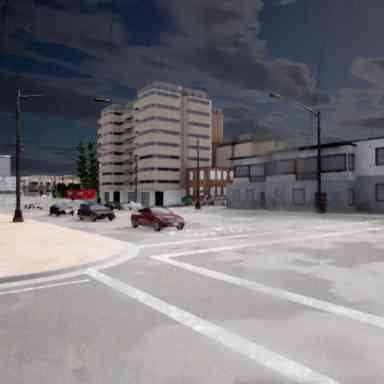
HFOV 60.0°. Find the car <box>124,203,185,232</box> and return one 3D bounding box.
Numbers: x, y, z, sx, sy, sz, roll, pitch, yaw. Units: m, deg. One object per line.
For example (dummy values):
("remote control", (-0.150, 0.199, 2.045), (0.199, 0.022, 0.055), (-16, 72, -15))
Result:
("car", (-2.338, 1.634, 21.298), (1.812, 1.442, 4.674), (0, -1, -37))

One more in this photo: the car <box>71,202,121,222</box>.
("car", (-8.665, 1.829, 29.714), (2.033, 1.411, 5.357), (0, -1, -37))

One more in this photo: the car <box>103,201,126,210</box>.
("car", (-12.881, 2.242, 53.052), (1.837, 1.490, 4.892), (0, -1, -36))

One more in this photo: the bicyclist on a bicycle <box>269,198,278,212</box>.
("bicyclist on a bicycle", (9.491, 1.497, 38.807), (1.656, 1.620, 0.582), (0, -1, -37))

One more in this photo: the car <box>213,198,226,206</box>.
("car", (5.538, 1.772, 60.049), (1.970, 1.475, 3.806), (0, -1, -37))

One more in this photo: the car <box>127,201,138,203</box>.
("car", (-10.018, 2.259, 55.072), (1.812, 1.442, 4.674), (0, -1, -36))

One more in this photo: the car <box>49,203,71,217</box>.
("car", (-14.931, 2.006, 38.072), (2.128, 1.511, 4.902), (0, -1, -37))

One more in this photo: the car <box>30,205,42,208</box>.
("car", (-23.938, 1.976, 50.206), (1.994, 1.385, 4.181), (0, -1, -37))

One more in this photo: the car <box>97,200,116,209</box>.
("car", (-16.245, 2.366, 63.274), (1.812, 1.442, 4.674), (0, 0, -37))
